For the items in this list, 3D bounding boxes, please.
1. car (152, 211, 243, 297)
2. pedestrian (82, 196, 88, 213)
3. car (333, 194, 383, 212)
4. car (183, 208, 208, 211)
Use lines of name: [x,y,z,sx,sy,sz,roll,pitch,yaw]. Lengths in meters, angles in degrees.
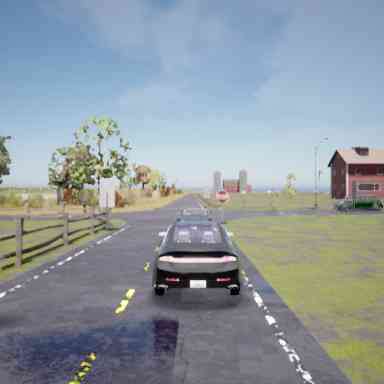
car: [0.111,1.485,8.573,2.128,1.511,4.902,0,0,0]
pedestrian: [-12.118,1.387,37.532,0.375,1.860,0.375,0,1,1]
car: [16.972,1.051,34.249,4.553,1.767,2.097,-1,1,1]
car: [0.235,1.585,19.962,1.895,1.301,4.718,0,0,3]
